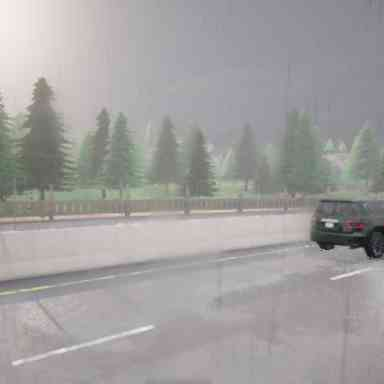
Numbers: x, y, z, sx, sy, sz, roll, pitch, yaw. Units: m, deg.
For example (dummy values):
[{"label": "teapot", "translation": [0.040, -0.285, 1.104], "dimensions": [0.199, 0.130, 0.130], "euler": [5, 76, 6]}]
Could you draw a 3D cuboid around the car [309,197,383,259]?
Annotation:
[{"label": "car", "translation": [6.945, 1.222, 12.869], "dimensions": [5.566, 2.045, 2.150], "euler": [0, 0, -34]}]

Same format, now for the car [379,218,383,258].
[{"label": "car", "translation": [7.500, 1.493, 9.020], "dimensions": [4.902, 1.511, 2.128], "euler": [0, 0, -34]}]
